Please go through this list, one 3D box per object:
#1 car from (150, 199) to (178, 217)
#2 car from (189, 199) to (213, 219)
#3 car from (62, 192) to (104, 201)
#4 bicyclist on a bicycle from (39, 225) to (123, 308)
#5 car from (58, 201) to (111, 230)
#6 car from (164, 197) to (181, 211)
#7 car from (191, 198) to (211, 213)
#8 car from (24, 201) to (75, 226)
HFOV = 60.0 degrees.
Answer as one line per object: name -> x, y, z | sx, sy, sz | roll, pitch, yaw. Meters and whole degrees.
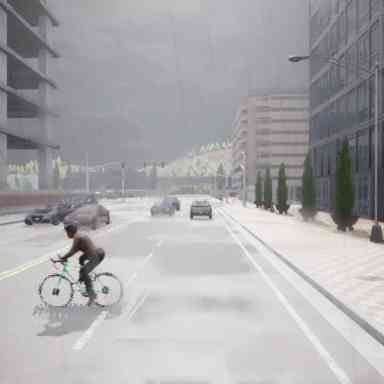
car -> -2.693, 1.601, 31.629 | 1.895, 1.301, 4.718 | 0, 0, 2
car -> 0.791, 1.492, 29.098 | 2.128, 1.511, 4.902 | 0, 0, 1
car -> -9.868, 1.221, 29.196 | 2.150, 2.045, 5.566 | 0, 0, 2
bicyclist on a bicycle -> -2.155, 1.453, 6.425 | 1.656, 1.620, 0.582 | -1, 0, 1
car -> -6.588, 1.525, 21.467 | 1.812, 1.442, 4.674 | 0, 0, 2
car -> -2.528, 1.352, 40.613 | 2.097, 1.767, 4.553 | 0, 0, 1
car -> 1.022, 1.491, 38.505 | 2.128, 1.511, 4.902 | 0, 0, 1
car -> -9.952, 1.564, 23.440 | 1.994, 1.385, 4.181 | 0, 0, 1
